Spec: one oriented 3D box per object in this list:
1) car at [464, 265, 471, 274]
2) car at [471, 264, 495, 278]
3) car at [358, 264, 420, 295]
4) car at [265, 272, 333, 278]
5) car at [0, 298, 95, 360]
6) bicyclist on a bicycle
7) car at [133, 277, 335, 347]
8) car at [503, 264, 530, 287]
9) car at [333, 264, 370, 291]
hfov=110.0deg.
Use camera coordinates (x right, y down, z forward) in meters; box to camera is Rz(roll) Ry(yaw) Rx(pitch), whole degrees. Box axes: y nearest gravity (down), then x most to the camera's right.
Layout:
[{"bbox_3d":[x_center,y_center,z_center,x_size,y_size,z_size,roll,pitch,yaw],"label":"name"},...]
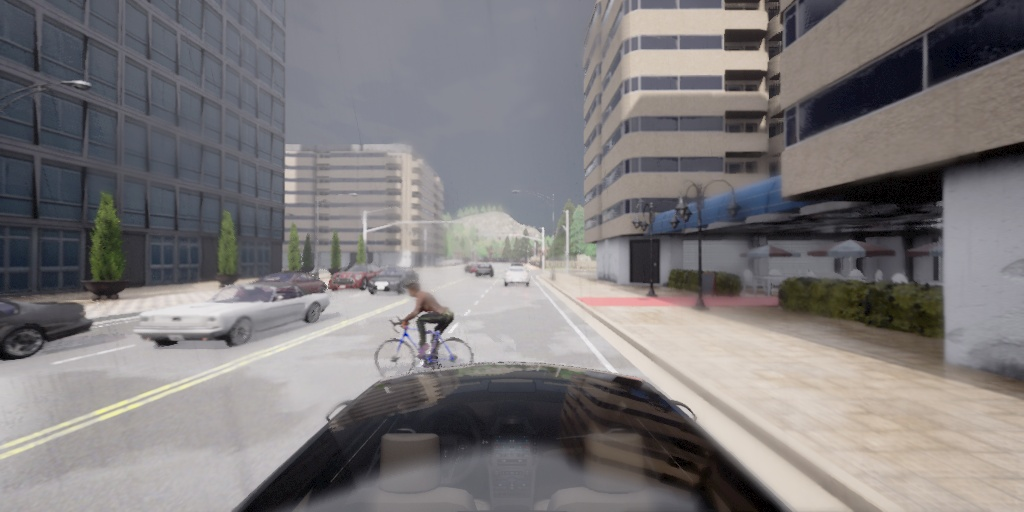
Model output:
[{"bbox_3d":[-5.166,1.727,49.149,1.994,1.385,4.181,0,-1,-22],"label":"car"},{"bbox_3d":[-3.004,1.615,40.468,2.128,1.511,4.902,0,-1,1],"label":"car"},{"bbox_3d":[-6.889,1.429,21.382,2.128,1.511,4.902,0,-1,1],"label":"car"},{"bbox_3d":[-10.447,1.455,16.563,1.994,1.385,4.181,0,-1,1],"label":"car"},{"bbox_3d":[-10.571,1.334,5.793,2.033,1.411,5.357,0,-1,1],"label":"car"},{"bbox_3d":[-1.462,1.242,5.942,1.656,1.620,0.582,-1,-1,1],"label":"bicyclist on a bicycle"},{"bbox_3d":[-7.028,1.427,9.737,1.895,1.301,4.718,0,-1,1],"label":"car"},{"bbox_3d":[0.366,1.525,27.542,1.812,1.442,4.674,0,-1,1],"label":"car"},{"bbox_3d":[-10.272,1.315,24.069,2.097,1.767,4.553,0,-1,1],"label":"car"}]
